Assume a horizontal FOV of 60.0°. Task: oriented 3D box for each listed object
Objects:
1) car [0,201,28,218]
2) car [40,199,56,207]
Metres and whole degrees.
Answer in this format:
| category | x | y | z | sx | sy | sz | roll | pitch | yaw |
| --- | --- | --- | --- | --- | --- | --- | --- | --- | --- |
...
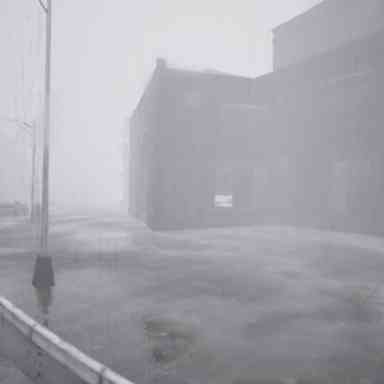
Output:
| category | x | y | z | sx | sy | sz | roll | pitch | yaw |
| --- | --- | --- | --- | --- | --- | --- | --- | --- | --- |
| car | -17.444 | 1.651 | 32.390 | 2.128 | 1.511 | 4.902 | 1 | -1 | -11 |
| car | -26.100 | 1.910 | 60.410 | 1.994 | 1.385 | 4.181 | 1 | -1 | -9 |
